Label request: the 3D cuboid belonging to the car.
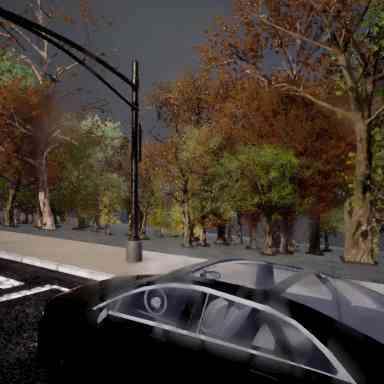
[{"bbox_3d":[0.259,1.491,3.489,4.902,1.511,2.128,0,0,37],"label":"car"}]
